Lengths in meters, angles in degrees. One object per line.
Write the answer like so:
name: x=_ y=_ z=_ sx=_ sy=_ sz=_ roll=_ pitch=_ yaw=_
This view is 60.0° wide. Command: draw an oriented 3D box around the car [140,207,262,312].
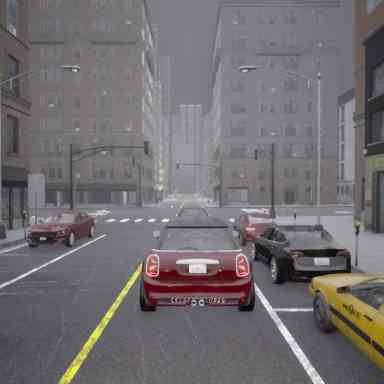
car: x=0.088 y=1.350 z=7.887 sx=2.097 sy=1.767 sz=4.553 roll=0 pitch=0 yaw=0

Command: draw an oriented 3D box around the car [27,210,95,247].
car: x=-5.704 y=1.540 z=14.951 sx=1.887 sy=1.381 sz=4.507 roll=-1 pitch=0 yaw=0

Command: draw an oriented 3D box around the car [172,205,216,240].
car: x=0.068 y=1.541 z=18.125 sx=2.033 sy=1.411 sz=5.357 roll=0 pitch=0 yaw=0

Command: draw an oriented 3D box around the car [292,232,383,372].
car: x=2.859 y=1.524 z=3.966 sx=1.752 sy=1.417 sz=4.829 roll=-1 pitch=0 yaw=0

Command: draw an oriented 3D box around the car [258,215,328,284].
car: x=2.851 y=1.563 z=9.382 sx=1.947 sy=1.339 sz=4.313 roll=-1 pitch=0 yaw=0

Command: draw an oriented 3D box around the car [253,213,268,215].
car: x=2.842 y=1.577 z=14.968 sx=1.802 sy=1.307 sz=4.206 roll=-1 pitch=0 yaw=0
